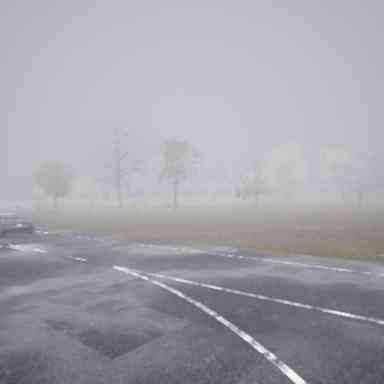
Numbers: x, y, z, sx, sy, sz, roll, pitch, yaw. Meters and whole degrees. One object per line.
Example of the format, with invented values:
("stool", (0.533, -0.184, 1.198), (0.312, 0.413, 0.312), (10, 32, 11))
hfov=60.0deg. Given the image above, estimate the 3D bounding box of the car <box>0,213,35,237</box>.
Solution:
("car", (-11.900, 2.042, 21.469), (4.181, 1.385, 1.994), (-2, 0, 42))
